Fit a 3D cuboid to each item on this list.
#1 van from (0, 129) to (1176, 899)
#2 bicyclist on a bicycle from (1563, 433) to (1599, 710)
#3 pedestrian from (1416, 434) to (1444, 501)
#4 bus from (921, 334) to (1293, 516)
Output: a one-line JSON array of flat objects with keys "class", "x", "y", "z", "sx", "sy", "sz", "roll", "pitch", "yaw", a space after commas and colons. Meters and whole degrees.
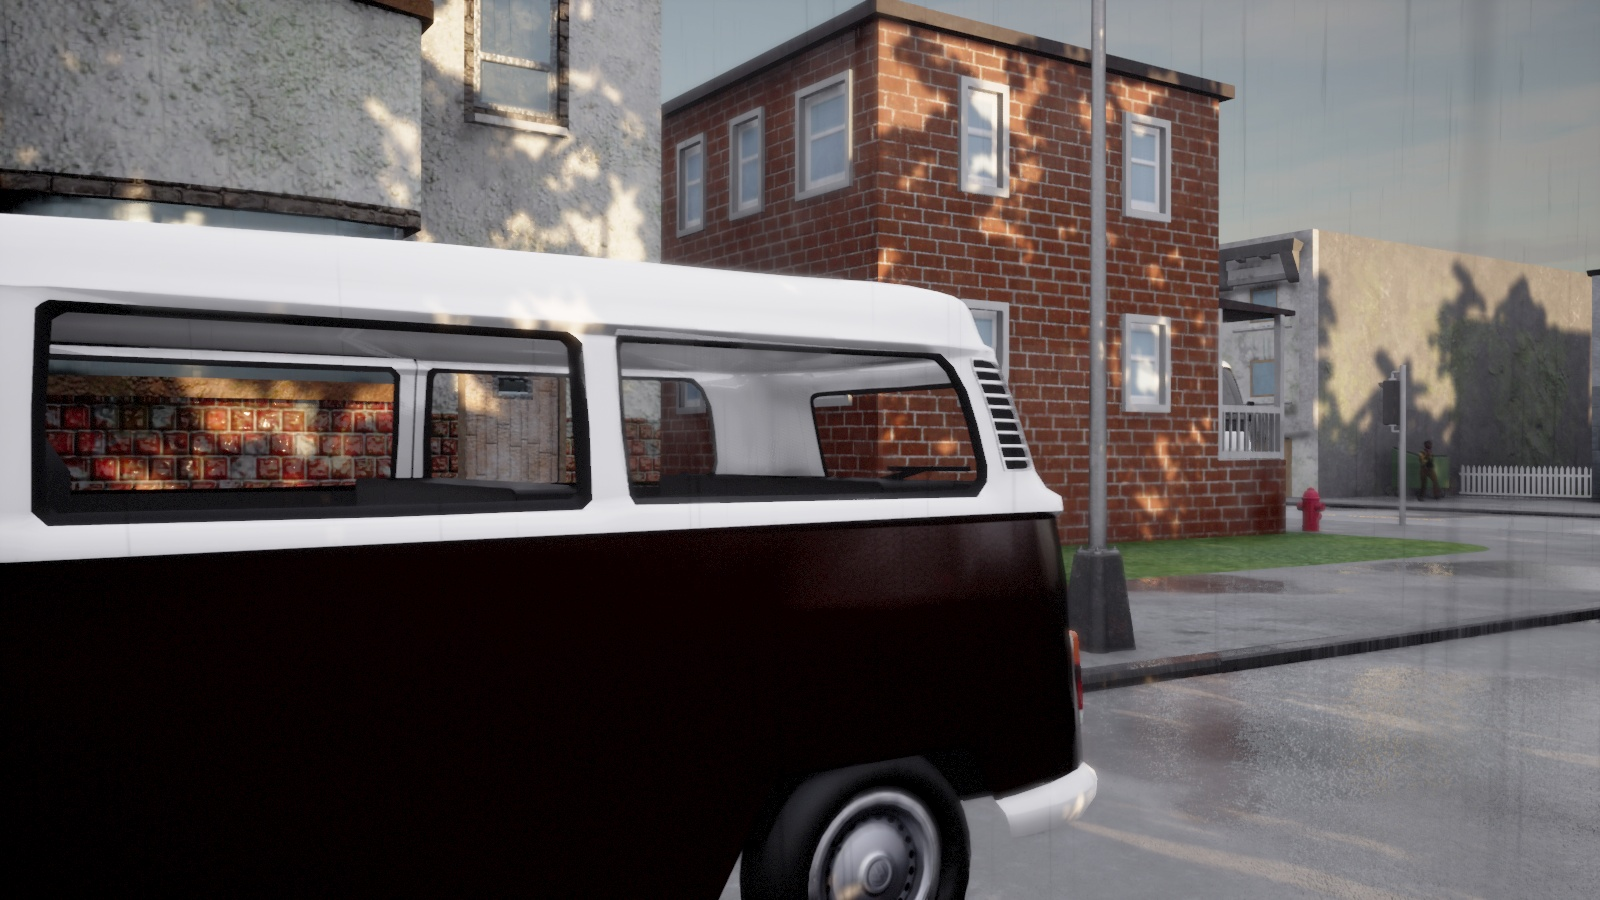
[{"class": "van", "x": -1.311, "y": 0.480, "z": 3.388, "sx": 4.480, "sy": 2.038, "sz": 2.069, "roll": 0, "pitch": 0, "yaw": -34}, {"class": "bicyclist on a bicycle", "x": 5.429, "y": 0.705, "z": 7.687, "sx": 1.656, "sy": 1.620, "sz": 0.582, "roll": 0, "pitch": 0, "yaw": -31}, {"class": "pedestrian", "x": 18.188, "y": 0.504, "z": 36.271, "sx": 0.395, "sy": 1.930, "sz": 0.692, "roll": 0, "pitch": 0, "yaw": -6}, {"class": "bus", "x": 8.001, "y": -0.565, "z": 34.770, "sx": 3.944, "sy": 4.253, "sz": 10.273, "roll": 0, "pitch": 0, "yaw": -30}]
